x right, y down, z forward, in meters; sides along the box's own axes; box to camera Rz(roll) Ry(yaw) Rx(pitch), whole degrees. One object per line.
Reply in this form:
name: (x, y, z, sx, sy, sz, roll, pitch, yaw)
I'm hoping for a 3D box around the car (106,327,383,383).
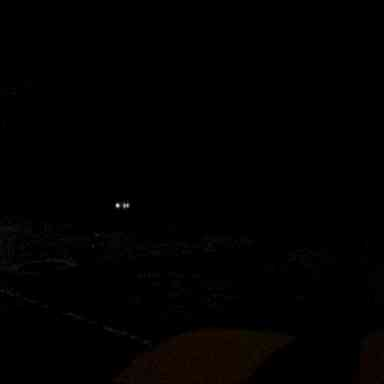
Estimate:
car: (1.439, 1.525, 2.056, 4.829, 1.417, 1.752, 0, 0, 36)
